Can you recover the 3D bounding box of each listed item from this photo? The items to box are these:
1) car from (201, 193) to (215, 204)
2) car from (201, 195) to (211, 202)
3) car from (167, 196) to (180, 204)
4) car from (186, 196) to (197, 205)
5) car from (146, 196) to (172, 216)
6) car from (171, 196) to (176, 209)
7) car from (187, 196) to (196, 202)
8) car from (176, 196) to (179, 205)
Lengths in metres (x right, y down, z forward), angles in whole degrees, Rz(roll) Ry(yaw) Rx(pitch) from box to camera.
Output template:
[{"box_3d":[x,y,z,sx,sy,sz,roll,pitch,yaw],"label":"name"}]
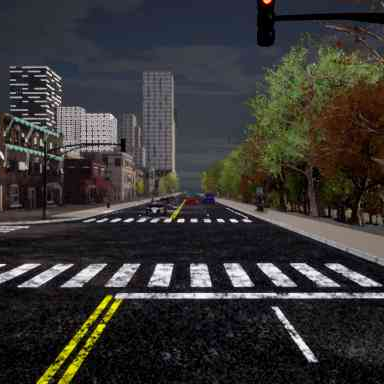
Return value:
[{"box_3d":[3.187,1.198,63.834,2.150,2.045,5.566,0,0,0],"label":"car"},{"box_3d":[3.057,1.448,74.409,1.882,1.535,5.008,0,0,0],"label":"car"},{"box_3d":[-3.456,1.468,63.562,2.128,1.511,4.902,0,0,1],"label":"car"},{"box_3d":[-0.049,1.543,58.341,1.994,1.385,4.181,0,0,0],"label":"car"},{"box_3d":[-3.429,1.481,32.982,2.128,1.511,4.902,0,0,0],"label":"car"},{"box_3d":[-3.449,1.490,43.032,1.837,1.490,4.892,0,0,0],"label":"car"},{"box_3d":[-0.187,1.524,74.166,1.994,1.385,4.181,0,0,0],"label":"car"},{"box_3d":[-3.467,1.486,53.172,1.837,1.490,4.892,0,0,0],"label":"car"}]
